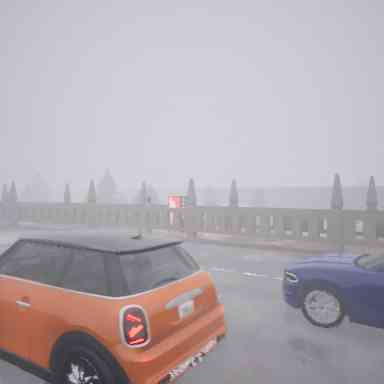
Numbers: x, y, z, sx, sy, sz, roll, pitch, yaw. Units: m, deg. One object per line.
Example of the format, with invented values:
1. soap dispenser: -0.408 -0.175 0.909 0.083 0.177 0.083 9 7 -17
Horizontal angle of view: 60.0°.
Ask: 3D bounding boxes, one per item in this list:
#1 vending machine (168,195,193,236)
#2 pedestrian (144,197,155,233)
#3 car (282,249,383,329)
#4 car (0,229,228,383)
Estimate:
1. vending machine: -0.584 1.195 17.634 0.880 2.100 1.100 0 0 30
2. pedestrian: -2.150 1.141 16.832 0.375 1.860 0.375 0 0 29
3. car: 3.974 1.477 5.260 5.008 1.535 1.882 0 0 36
4. car: -1.839 1.351 4.944 4.553 1.767 2.097 0 0 33
